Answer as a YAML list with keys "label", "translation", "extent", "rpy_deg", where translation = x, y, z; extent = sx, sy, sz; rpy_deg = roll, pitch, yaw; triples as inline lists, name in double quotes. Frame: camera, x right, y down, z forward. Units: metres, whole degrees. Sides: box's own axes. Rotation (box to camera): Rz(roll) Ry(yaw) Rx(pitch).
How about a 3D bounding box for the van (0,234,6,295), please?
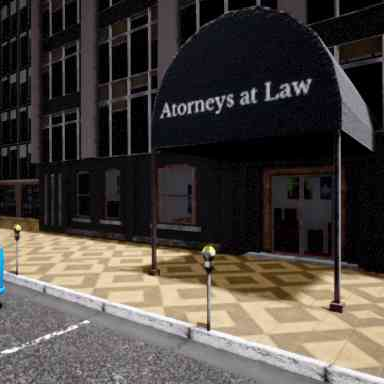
- label: "van"
  translation: [-5.467, 1.341, 6.796]
  extent: [3.998, 1.788, 1.690]
  rpy_deg: [0, 0, 36]
